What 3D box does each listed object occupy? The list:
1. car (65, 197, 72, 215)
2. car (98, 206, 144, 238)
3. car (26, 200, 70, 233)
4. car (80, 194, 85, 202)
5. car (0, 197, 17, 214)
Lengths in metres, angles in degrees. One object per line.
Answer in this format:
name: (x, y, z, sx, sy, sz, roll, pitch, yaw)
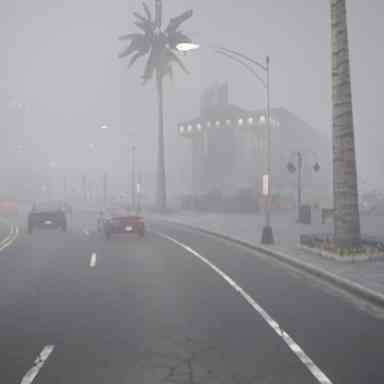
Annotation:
car: (-13.028, 1.444, 31.598, 1.994, 1.385, 4.181, 0, 0, -42)
car: (-3.730, 1.459, 17.223, 1.812, 1.442, 4.674, 0, 0, -22)
car: (-8.463, 1.405, 19.256, 1.882, 1.535, 5.008, 0, 0, -26)
car: (-21.293, 1.024, 60.859, 4.553, 1.767, 2.185, 0, 0, 33)
car: (-18.912, 1.230, 32.436, 4.553, 1.767, 2.097, 0, 0, 42)
